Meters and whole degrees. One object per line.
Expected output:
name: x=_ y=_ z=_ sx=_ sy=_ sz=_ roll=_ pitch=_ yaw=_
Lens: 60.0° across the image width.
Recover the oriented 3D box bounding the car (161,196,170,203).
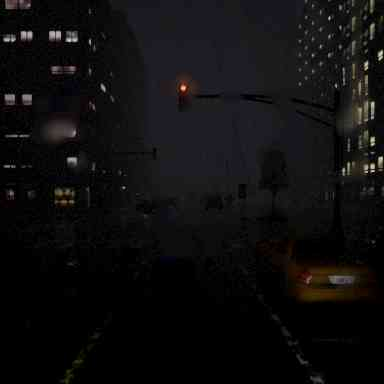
car: x=-5.829 y=1.649 z=73.621 sx=1.802 sy=1.307 sz=4.206 roll=0 pitch=0 yaw=0

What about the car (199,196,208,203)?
car: x=2.551 y=1.612 z=73.637 sx=1.887 sy=1.381 sz=4.507 roll=0 pitch=0 yaw=0

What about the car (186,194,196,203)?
car: x=-0.128 y=1.607 z=69.248 sx=2.033 sy=1.411 sz=5.357 roll=0 pitch=0 yaw=0

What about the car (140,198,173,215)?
car: x=-3.476 y=1.576 z=33.454 sx=1.994 sy=1.385 sz=4.181 roll=0 pitch=0 yaw=5

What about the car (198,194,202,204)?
car: x=2.570 y=1.362 z=62.583 sx=2.192 sy=1.841 sz=5.009 roll=0 pitch=0 yaw=0

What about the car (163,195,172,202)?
car: x=-5.840 y=1.517 z=79.148 sx=1.967 sy=1.590 sz=4.097 roll=0 pitch=0 yaw=0

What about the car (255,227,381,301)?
car: x=2.672 y=1.526 z=8.234 sx=1.752 sy=1.417 sz=4.829 roll=0 pitch=0 yaw=0

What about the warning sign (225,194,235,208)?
warning sign: x=4.992 y=1.136 z=43.738 sx=1.300 sy=1.860 sz=1.060 roll=0 pitch=0 yaw=0

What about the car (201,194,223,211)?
car: x=2.611 y=1.332 z=40.477 sx=2.192 sy=1.841 sz=5.009 roll=0 pitch=0 yaw=0

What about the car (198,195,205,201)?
car: x=2.520 y=1.626 z=90.386 sx=1.752 sy=1.417 sz=4.829 roll=0 pitch=0 yaw=0

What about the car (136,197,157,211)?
car: x=-5.767 y=1.568 z=40.461 sx=2.008 sy=1.369 sz=4.403 roll=0 pitch=0 yaw=0

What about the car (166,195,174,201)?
car: x=-5.859 y=1.625 z=90.031 sx=1.752 sy=1.417 sz=4.829 roll=0 pitch=0 yaw=0

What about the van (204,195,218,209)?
van: x=2.601 y=1.364 z=46.003 sx=1.690 sy=1.788 sz=3.998 roll=0 pitch=0 yaw=0

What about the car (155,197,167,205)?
car: x=-5.809 y=1.592 z=62.567 sx=1.887 sy=1.381 sz=4.507 roll=0 pitch=0 yaw=0

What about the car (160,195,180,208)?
car: x=-3.186 y=1.505 z=49.182 sx=1.882 sy=1.535 sz=5.008 roll=0 pitch=0 yaw=0

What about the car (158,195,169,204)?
car: x=-5.820 y=1.497 z=68.095 sx=1.967 sy=1.590 sz=4.097 roll=0 pitch=0 yaw=0
